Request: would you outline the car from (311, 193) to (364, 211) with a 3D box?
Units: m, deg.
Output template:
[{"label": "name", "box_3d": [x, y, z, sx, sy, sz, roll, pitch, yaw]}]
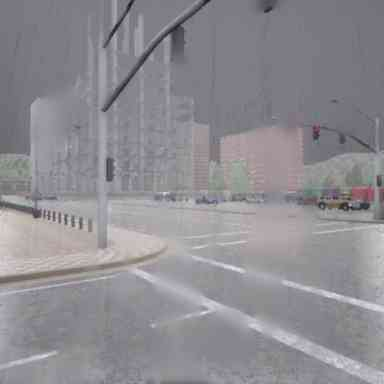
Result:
[{"label": "car", "box_3d": [16.327, 1.144, 37.465, 1.932, 1.855, 4.605, 0, 0, -35]}]

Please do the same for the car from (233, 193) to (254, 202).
[{"label": "car", "box_3d": [11.330, 1.139, 73.833, 1.932, 1.855, 4.605, 0, 0, -35]}]

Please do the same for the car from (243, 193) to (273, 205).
[{"label": "car", "box_3d": [10.830, 1.384, 54.910, 1.970, 1.475, 3.806, 0, 0, -35]}]

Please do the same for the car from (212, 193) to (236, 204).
[{"label": "car", "box_3d": [6.807, 1.383, 70.568, 1.970, 1.475, 3.806, 0, 0, -35]}]

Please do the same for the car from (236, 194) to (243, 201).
[{"label": "car", "box_3d": [9.170, 1.350, 72.241, 1.784, 1.438, 3.905, 0, 0, -35]}]

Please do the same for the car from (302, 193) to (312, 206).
[{"label": "car", "box_3d": [24.566, 1.137, 64.752, 1.932, 1.855, 4.605, 0, 0, -35]}]

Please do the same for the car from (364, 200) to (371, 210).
[{"label": "car", "box_3d": [18.720, 1.146, 39.093, 1.905, 1.878, 3.866, 0, 0, -35]}]
